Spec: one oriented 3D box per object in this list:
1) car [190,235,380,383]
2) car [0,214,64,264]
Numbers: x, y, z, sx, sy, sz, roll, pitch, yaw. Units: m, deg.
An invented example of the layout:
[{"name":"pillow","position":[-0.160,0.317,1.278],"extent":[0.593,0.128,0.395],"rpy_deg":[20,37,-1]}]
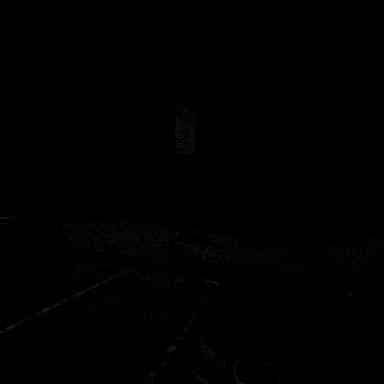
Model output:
[{"name":"car","position":[1.365,1.487,5.122],"extent":[2.231,1.521,4.892],"rpy_deg":[1,-1,16]},{"name":"car","position":[-5.959,1.526,10.355],"extent":[2.002,1.452,4.674],"rpy_deg":[1,-1,16]}]
